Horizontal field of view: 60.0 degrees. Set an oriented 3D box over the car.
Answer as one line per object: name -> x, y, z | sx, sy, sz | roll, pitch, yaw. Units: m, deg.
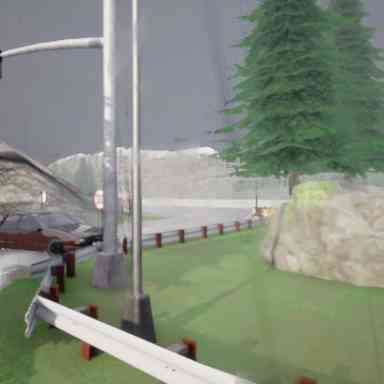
car -> -5.430, 1.422, 11.872 | 5.357, 1.411, 2.033 | 0, 0, 24
